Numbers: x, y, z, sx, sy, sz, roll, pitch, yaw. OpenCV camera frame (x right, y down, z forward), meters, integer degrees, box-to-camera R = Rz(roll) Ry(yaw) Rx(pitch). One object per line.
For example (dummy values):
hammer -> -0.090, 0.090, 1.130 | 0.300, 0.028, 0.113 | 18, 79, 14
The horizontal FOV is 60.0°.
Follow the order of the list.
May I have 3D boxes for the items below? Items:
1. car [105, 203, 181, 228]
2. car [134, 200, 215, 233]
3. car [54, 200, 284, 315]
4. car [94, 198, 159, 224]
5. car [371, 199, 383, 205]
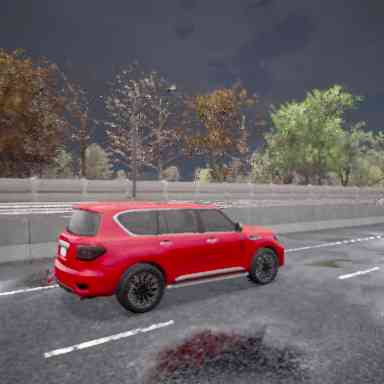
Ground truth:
car -> -3.316, 1.550, 23.121 | 4.892, 1.490, 1.837 | 0, 0, -35
car -> -1.023, 1.398, 20.456 | 4.553, 1.767, 2.097 | 0, 0, -35
car -> -0.254, 1.239, 7.866 | 5.566, 2.045, 2.150 | 0, 0, -35
car -> -5.126, 1.398, 26.129 | 4.553, 1.767, 2.097 | 0, 0, -35
car -> 28.936, 1.781, 50.357 | 4.674, 1.442, 1.812 | 0, 0, -35
